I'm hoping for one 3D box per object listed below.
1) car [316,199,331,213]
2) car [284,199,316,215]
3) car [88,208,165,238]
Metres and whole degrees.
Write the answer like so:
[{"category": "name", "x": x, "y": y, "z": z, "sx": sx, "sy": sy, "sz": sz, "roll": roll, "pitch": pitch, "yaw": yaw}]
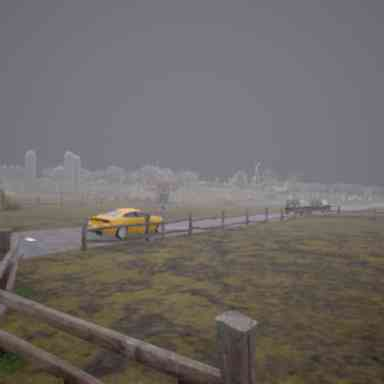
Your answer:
[{"category": "car", "x": 19.939, "y": 2.131, "z": 51.891, "sx": 2.150, "sy": 2.045, "sz": 5.566, "roll": 2, "pitch": 0, "yaw": 36}, {"category": "car", "x": 13.900, "y": 1.944, "z": 43.431, "sx": 2.150, "sy": 2.045, "sz": 5.566, "roll": 2, "pitch": 0, "yaw": 36}, {"category": "car", "x": -3.581, "y": 1.691, "z": 19.243, "sx": 1.882, "sy": 1.535, "sz": 5.008, "roll": 2, "pitch": 0, "yaw": 36}]
